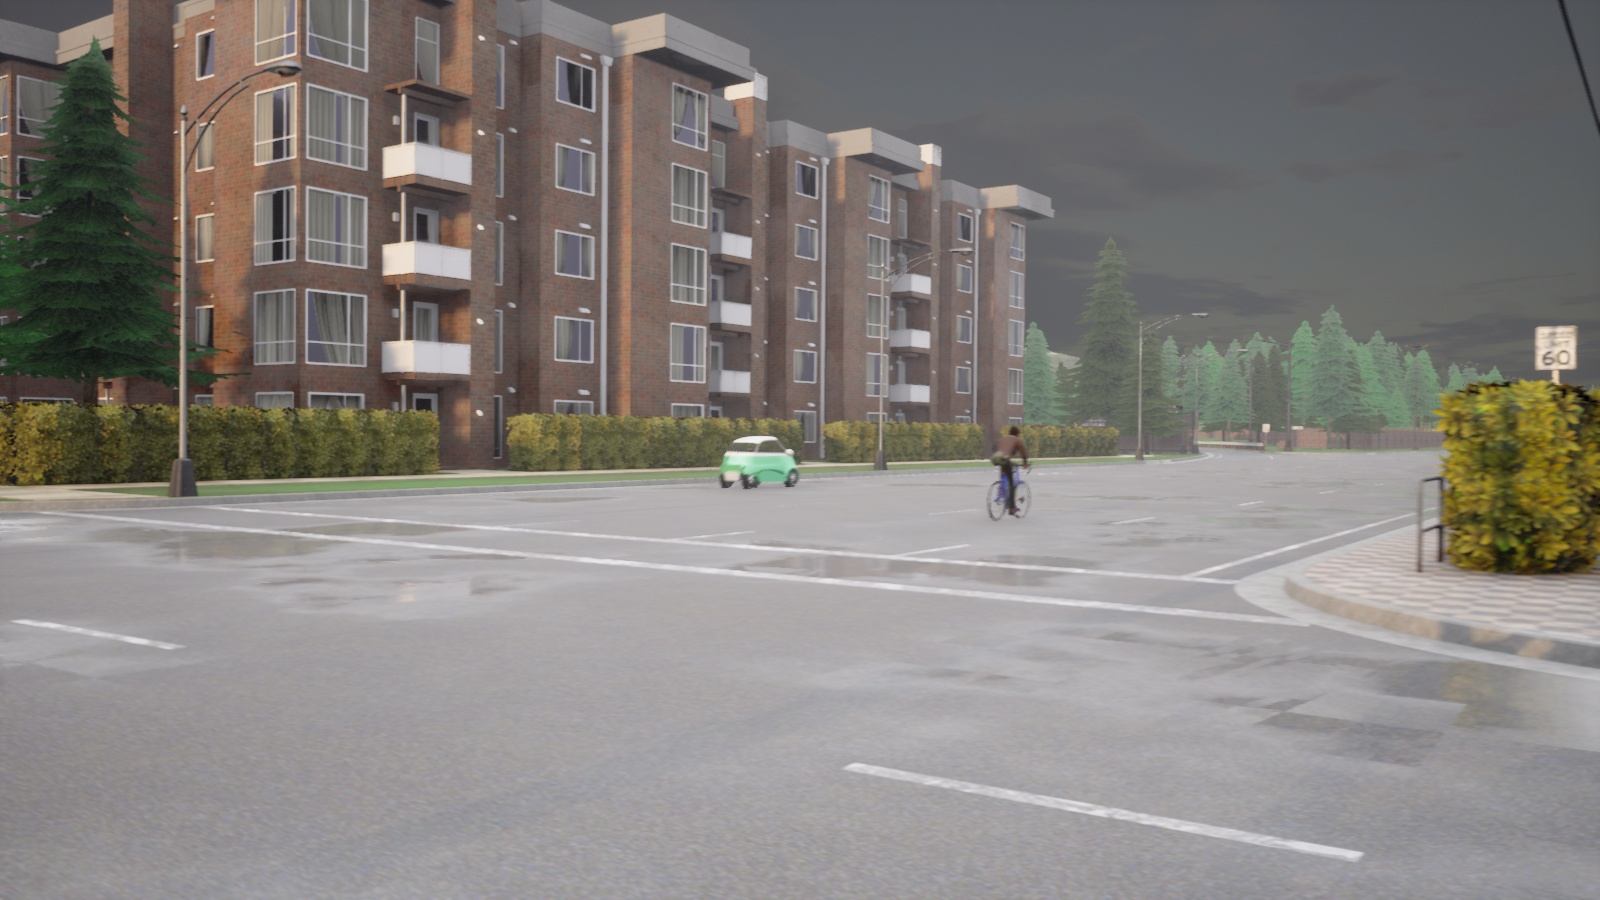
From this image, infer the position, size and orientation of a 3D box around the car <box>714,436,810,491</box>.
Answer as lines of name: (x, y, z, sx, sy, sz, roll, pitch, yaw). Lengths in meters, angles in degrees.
car: (-0.988, 0.332, 33.320, 1.481, 1.376, 2.207, 0, 2, 35)

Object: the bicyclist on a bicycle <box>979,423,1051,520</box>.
bicyclist on a bicycle: (3.736, 0.350, 21.741, 0.582, 1.620, 1.656, 0, 0, 35)
